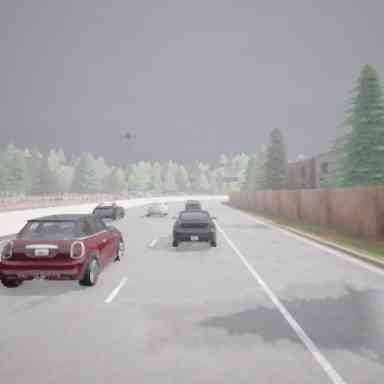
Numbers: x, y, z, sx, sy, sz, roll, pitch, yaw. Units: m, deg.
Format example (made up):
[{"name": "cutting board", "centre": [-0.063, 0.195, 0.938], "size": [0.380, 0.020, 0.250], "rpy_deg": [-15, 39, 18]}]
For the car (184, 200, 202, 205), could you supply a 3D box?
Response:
[{"name": "car", "centre": [0.104, 1.665, 38.042], "size": [1.837, 1.490, 4.892], "rpy_deg": [0, 0, 0]}]

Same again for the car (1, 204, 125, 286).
[{"name": "car", "centre": [-3.399, 1.392, 9.647], "size": [2.097, 1.767, 4.553], "rpy_deg": [0, 0, 0]}]

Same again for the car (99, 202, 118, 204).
[{"name": "car", "centre": [-6.898, 1.608, 27.892], "size": [2.128, 1.511, 4.902], "rpy_deg": [0, 0, 0]}]

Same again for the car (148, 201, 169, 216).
[{"name": "car", "centre": [-3.394, 1.668, 34.058], "size": [1.812, 1.442, 4.674], "rpy_deg": [0, 0, 0]}]

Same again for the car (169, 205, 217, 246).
[{"name": "car", "centre": [0.102, 1.572, 15.568], "size": [1.837, 1.490, 4.892], "rpy_deg": [0, 0, 0]}]
